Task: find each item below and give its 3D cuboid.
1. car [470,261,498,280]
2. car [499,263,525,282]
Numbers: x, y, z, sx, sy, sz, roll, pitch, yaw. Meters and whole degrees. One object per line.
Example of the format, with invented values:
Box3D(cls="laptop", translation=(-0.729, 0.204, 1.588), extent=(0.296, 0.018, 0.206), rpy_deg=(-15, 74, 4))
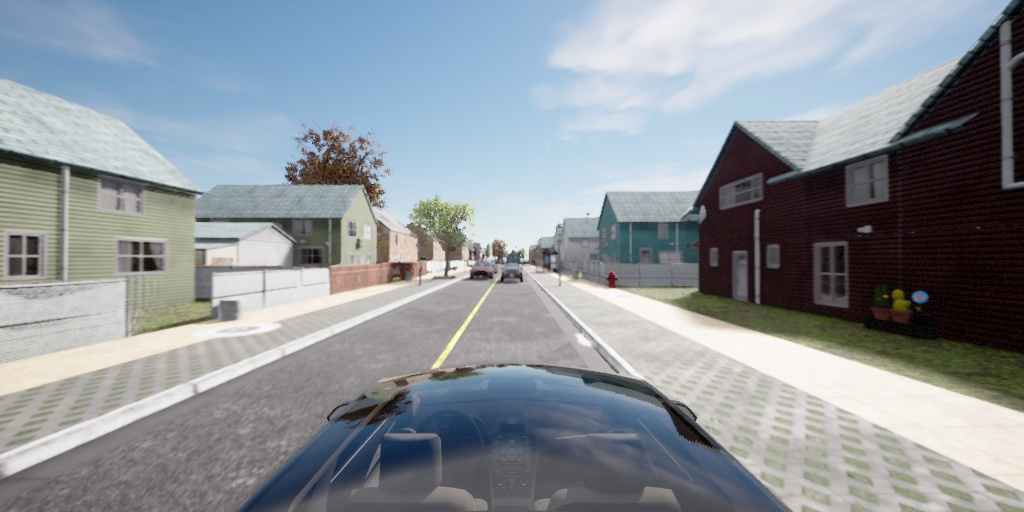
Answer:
Box3D(cls="car", translation=(-2.747, 1.247, 33.862), extent=(2.097, 1.767, 4.553), rpy_deg=(0, 0, 0))
Box3D(cls="car", translation=(0.013, 1.400, 30.442), extent=(1.812, 1.442, 4.674), rpy_deg=(0, -1, 1))
